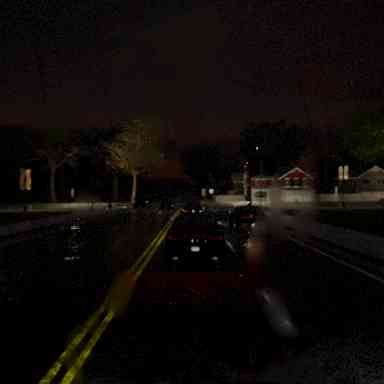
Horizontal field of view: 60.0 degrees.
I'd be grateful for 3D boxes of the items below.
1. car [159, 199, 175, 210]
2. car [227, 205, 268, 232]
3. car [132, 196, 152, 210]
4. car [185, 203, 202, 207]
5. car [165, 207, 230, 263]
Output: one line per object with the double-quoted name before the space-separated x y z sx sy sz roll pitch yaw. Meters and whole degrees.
"car" -3.249 1.680 43.901 1.837 1.490 4.892 0 0 0
"car" 3.351 1.563 20.414 1.837 1.490 4.892 0 0 0
"car" -6.499 1.287 43.930 2.097 1.767 4.553 0 0 0
"car" 0.101 1.631 29.283 2.033 1.411 5.357 0 0 0
"car" 0.100 1.513 12.125 1.882 1.535 5.008 0 0 0
